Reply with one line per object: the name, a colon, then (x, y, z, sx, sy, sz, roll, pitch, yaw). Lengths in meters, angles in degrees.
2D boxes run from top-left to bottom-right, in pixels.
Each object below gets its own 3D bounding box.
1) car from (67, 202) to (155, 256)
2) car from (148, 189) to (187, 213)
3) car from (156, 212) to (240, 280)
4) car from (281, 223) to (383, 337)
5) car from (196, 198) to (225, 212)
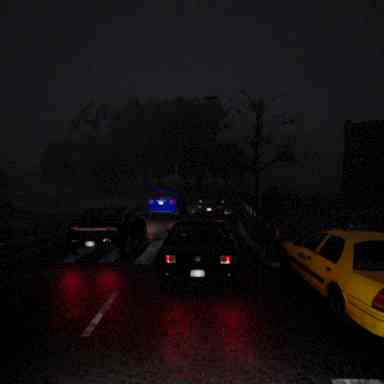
car: (-2.931, 1.315, 12.347, 2.128, 1.511, 4.902, 0, 0, 3)
car: (-1.787, 0.769, 25.553, 2.150, 2.045, 5.566, 1, 2, 7)
car: (0.198, 1.472, 9.523, 1.895, 1.301, 4.718, 0, 1, 2)
car: (3.225, 1.386, 6.751, 1.946, 1.575, 5.366, 0, 1, 0)
car: (1.482, 1.135, 25.419, 1.994, 1.385, 4.181, 1, 2, 8)
